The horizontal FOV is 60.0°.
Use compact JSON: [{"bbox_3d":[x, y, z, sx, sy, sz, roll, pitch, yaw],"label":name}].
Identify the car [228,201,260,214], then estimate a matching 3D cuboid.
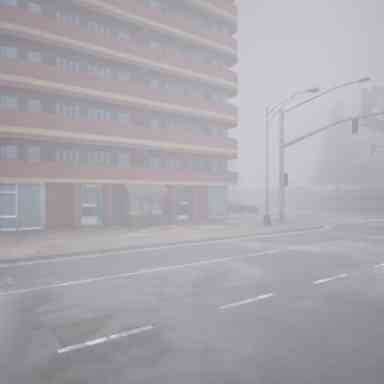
[{"bbox_3d":[4.875,1.600,34.862,1.895,1.301,4.718,0,0,-36],"label":"car"}]
